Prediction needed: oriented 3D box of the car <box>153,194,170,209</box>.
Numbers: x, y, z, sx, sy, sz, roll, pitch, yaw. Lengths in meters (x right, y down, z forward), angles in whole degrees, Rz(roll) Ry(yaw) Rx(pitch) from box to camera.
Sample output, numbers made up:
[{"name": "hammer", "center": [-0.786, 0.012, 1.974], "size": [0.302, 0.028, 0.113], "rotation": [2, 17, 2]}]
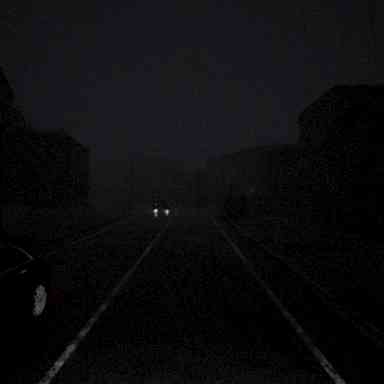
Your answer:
[{"name": "car", "center": [-4.450, 1.304, 47.730], "size": [2.150, 2.045, 5.566], "rotation": [0, 0, -9]}]

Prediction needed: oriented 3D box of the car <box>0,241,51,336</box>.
[{"name": "car", "center": [-3.596, 1.514, 4.487], "size": [1.837, 1.490, 4.892], "rotation": [0, 0, 0]}]
